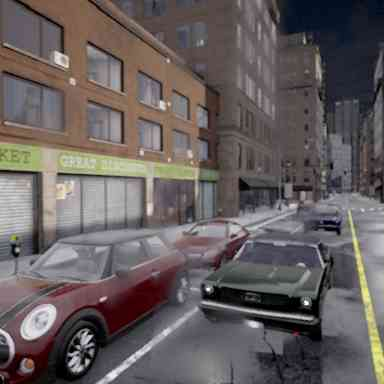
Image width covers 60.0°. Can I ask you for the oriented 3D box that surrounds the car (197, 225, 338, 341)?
[{"bbox_3d":[1.819,1.595,6.797,1.895,1.301,4.718,0,0,25],"label":"car"}]

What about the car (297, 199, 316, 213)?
[{"bbox_3d":[12.392,1.501,35.897,1.887,1.381,4.507,-1,0,25],"label":"car"}]

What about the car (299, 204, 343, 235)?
[{"bbox_3d":[7.447,1.581,18.766,1.895,1.301,4.718,0,0,25],"label":"car"}]

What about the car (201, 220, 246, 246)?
[{"bbox_3d":[0.705,1.574,10.532,1.802,1.307,4.206,-1,0,25],"label":"car"}]

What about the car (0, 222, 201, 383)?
[{"bbox_3d":[-1.634,1.437,5.459,1.967,1.590,4.097,-1,0,25],"label":"car"}]
